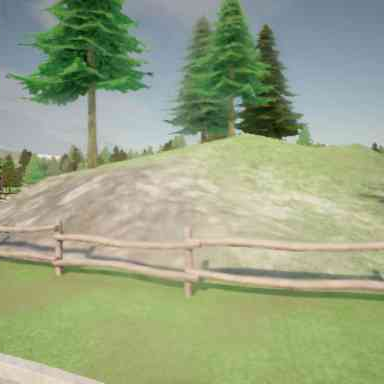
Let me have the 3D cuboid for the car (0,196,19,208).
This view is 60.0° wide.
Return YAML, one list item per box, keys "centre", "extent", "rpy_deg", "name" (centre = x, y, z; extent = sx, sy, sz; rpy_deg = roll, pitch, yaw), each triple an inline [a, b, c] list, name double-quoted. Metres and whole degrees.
- centre: [-24.827, 1.295, 41.866]
  extent: [1.882, 1.535, 5.008]
  rpy_deg: [0, 1, 14]
  name: "car"

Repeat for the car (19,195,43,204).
- centre: [-28.430, 1.256, 56.358]
  extent: [2.033, 1.411, 5.357]
  rpy_deg: [0, 1, 14]
  name: "car"
